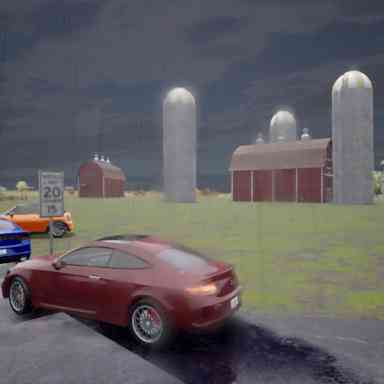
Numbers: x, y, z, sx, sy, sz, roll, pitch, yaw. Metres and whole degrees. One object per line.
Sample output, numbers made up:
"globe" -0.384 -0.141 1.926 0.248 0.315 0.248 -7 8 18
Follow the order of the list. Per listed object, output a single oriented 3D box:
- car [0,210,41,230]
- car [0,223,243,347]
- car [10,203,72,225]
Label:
"car" -6.957 1.481 10.741 5.008 1.535 1.882 0 0 43
"car" -1.398 1.529 6.173 4.674 1.442 1.812 0 0 27
"car" -8.489 1.371 16.932 4.553 1.767 2.097 0 0 -18
